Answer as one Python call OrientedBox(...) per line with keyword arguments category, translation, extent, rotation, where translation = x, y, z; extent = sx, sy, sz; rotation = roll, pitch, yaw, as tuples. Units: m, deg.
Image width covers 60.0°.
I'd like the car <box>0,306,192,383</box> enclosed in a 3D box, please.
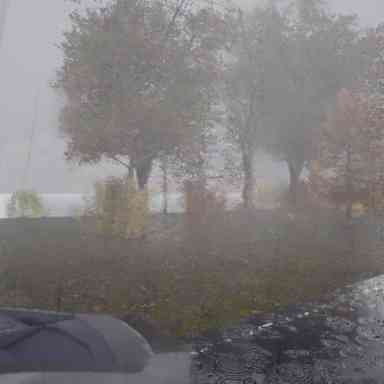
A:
OrientedBox(category="car", translation=(-2.169, 1.500, 1.396), extent=(4.902, 1.511, 2.128), rotation=(0, 0, -36))
